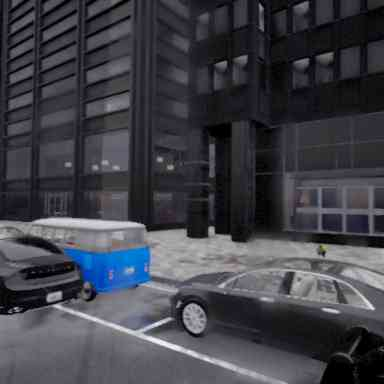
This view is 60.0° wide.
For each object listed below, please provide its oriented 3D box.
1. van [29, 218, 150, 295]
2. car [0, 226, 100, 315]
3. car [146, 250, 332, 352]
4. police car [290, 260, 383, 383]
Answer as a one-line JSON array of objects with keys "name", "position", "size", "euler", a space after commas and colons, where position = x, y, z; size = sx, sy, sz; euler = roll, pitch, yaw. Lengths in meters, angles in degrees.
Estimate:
[{"name": "van", "position": [-2.931, 1.618, 8.799], "size": [3.998, 1.788, 1.690], "euler": [-1, -2, 37]}, {"name": "car", "position": [-4.487, 1.729, 7.634], "size": [4.892, 1.490, 1.837], "euler": [-1, -2, 37]}, {"name": "car", "position": [1.580, 1.758, 5.416], "size": [4.403, 1.369, 2.008], "euler": [-1, -2, 37]}, {"name": "police car", "position": [3.433, 1.526, 1.713], "size": [5.238, 1.638, 1.930], "euler": [-1, -2, 37]}]
